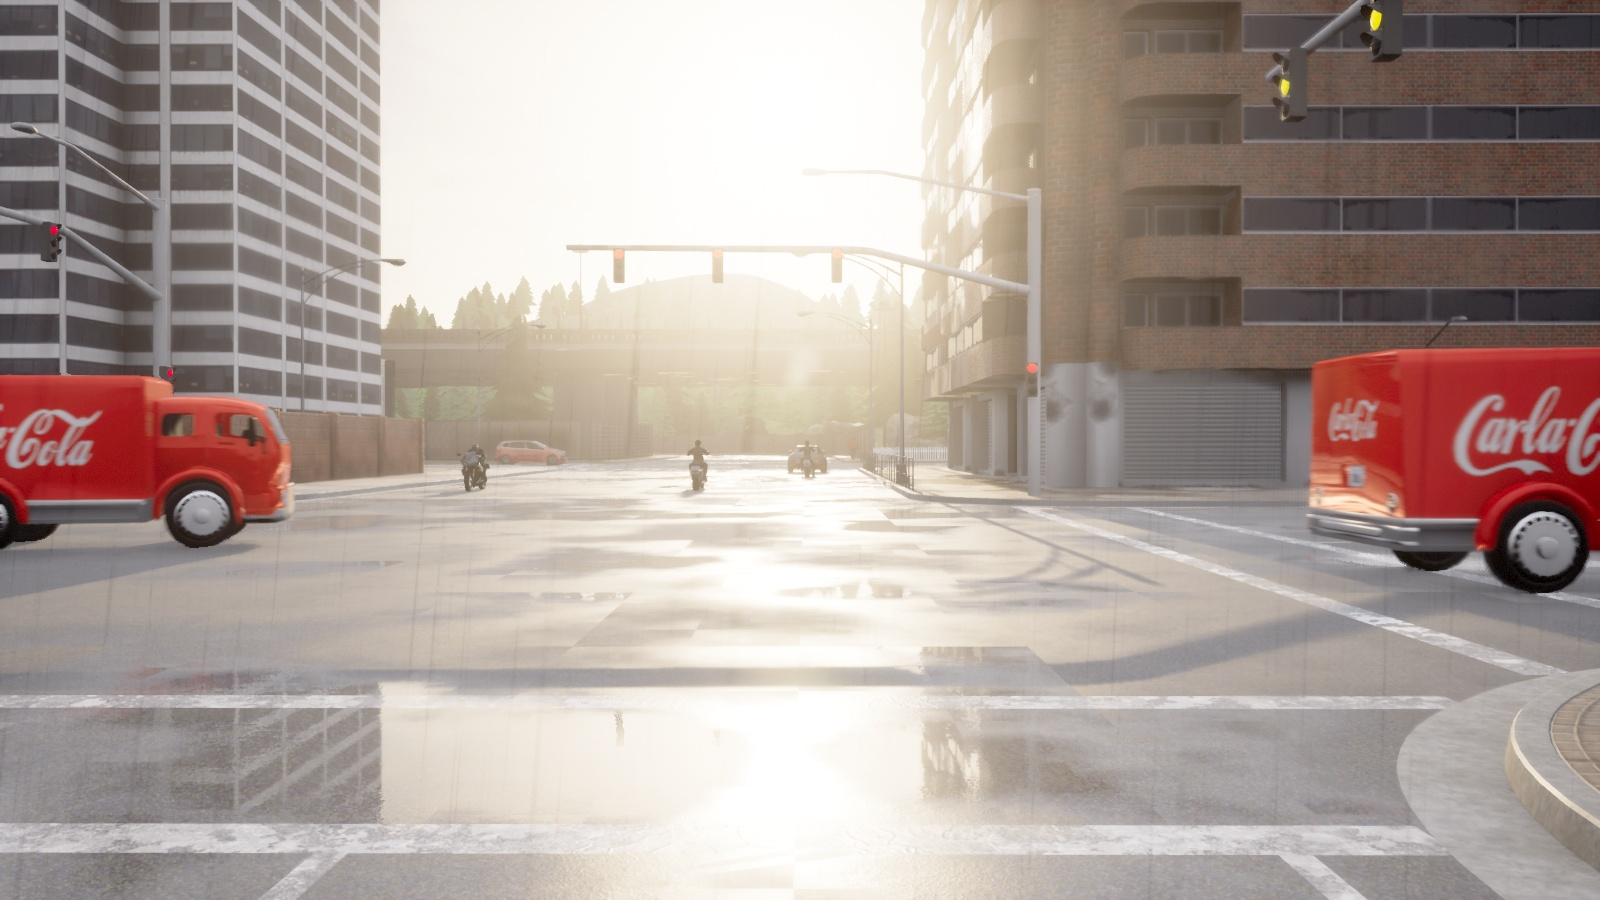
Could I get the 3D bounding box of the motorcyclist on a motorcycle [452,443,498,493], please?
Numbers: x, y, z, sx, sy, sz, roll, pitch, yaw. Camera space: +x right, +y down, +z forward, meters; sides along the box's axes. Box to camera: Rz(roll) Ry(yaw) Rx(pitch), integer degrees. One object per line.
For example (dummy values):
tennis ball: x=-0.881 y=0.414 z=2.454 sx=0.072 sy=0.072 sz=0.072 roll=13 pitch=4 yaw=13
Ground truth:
motorcyclist on a motorcycle: x=-10.265 y=0.549 z=39.709 sx=0.866 sy=1.530 sz=2.191 roll=0 pitch=0 yaw=0

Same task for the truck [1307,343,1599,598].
truck: x=8.569 y=0.191 z=13.471 sx=5.204 sy=2.467 sz=2.627 roll=0 pitch=0 yaw=1

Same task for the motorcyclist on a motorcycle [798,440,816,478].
motorcyclist on a motorcycle: x=0.320 y=0.386 z=55.093 sx=0.766 sy=1.649 sz=2.350 roll=0 pitch=0 yaw=1

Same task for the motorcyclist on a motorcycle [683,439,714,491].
motorcyclist on a motorcycle: x=-3.256 y=0.466 z=40.459 sx=0.766 sy=1.649 sz=2.350 roll=0 pitch=0 yaw=0

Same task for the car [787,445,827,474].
car: x=0.367 y=0.450 z=63.841 sx=1.994 sy=1.385 sz=4.181 roll=0 pitch=0 yaw=0

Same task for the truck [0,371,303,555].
truck: x=-10.157 y=0.147 z=18.372 sx=5.204 sy=2.467 sz=2.627 roll=0 pitch=1 yaw=-18

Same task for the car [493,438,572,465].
car: x=-17.161 y=0.081 z=80.702 sx=4.611 sy=1.667 sz=2.242 roll=1 pitch=1 yaw=0
